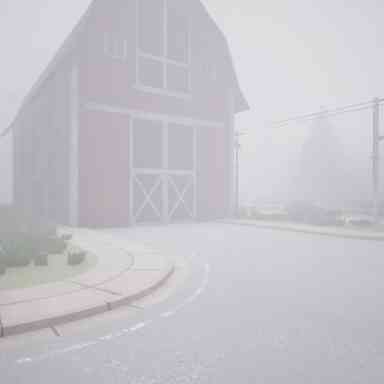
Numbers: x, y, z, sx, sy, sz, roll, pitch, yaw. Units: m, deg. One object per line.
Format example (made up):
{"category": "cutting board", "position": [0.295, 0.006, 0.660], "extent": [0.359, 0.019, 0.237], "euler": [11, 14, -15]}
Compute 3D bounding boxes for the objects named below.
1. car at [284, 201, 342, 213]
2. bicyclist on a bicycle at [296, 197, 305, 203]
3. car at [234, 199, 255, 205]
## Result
{"category": "car", "position": [10.930, 1.574, 30.599], "extent": [2.033, 1.411, 5.357], "euler": [0, 0, -35]}
{"category": "bicyclist on a bicycle", "position": [13.252, 1.322, 40.222], "extent": [1.656, 1.620, 0.582], "euler": [46, -25, -24]}
{"category": "car", "position": [5.498, 1.552, 38.480], "extent": [1.812, 1.442, 4.674], "euler": [0, 0, -34]}
